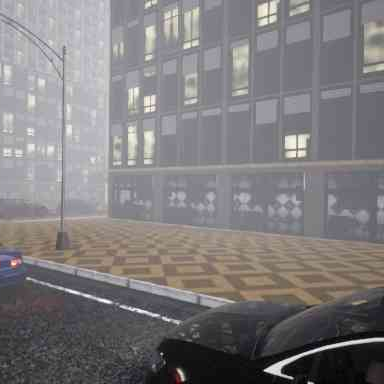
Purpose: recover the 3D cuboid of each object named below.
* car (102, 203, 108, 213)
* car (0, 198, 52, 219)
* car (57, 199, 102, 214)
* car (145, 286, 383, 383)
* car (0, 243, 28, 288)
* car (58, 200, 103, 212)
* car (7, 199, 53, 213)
[{"bbox_3d":[-9.253,1.829,40.169,1.752,1.417,4.829,1,0,37],"label":"car"},{"bbox_3d":[-16.068,1.518,30.971,2.192,1.841,5.009,1,0,37],"label":"car"},{"bbox_3d":[-13.348,1.584,38.979,2.097,1.767,4.553,1,0,37],"label":"car"},{"bbox_3d":[1.806,1.505,2.395,4.892,1.490,1.837,0,0,35],"label":"car"},{"bbox_3d":[-6.115,1.543,8.065,5.357,1.411,2.033,0,0,36],"label":"car"},{"bbox_3d":[-14.336,1.752,43.021,2.033,1.411,5.357,1,0,37],"label":"car"},{"bbox_3d":[-19.548,1.642,40.353,1.752,1.417,4.829,1,0,37],"label":"car"}]
